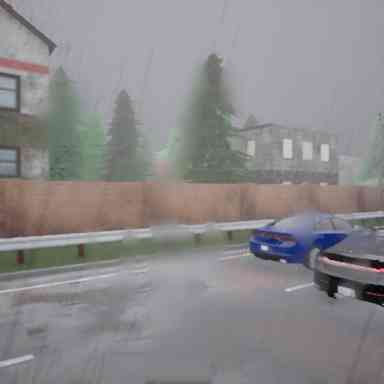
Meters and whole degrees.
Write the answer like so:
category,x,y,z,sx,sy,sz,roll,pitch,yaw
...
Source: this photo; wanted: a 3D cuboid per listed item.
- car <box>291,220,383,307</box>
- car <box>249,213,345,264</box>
category,x,y,z,sx,sy,sz,roll,pitch,yaw
car,4.607,1.460,6.979,4.902,1.511,2.128,0,0,-34
car,4.109,1.424,10.883,5.008,1.535,1.882,-1,1,-34
